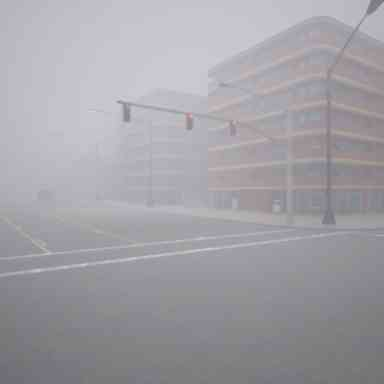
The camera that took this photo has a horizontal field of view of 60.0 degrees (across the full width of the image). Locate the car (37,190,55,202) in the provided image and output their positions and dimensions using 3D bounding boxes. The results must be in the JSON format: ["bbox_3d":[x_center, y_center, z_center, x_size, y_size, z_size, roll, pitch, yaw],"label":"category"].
[{"bbox_3d":[-25.011,0.617,56.959,2.150,2.045,5.566,0,0,-34],"label":"car"}]
